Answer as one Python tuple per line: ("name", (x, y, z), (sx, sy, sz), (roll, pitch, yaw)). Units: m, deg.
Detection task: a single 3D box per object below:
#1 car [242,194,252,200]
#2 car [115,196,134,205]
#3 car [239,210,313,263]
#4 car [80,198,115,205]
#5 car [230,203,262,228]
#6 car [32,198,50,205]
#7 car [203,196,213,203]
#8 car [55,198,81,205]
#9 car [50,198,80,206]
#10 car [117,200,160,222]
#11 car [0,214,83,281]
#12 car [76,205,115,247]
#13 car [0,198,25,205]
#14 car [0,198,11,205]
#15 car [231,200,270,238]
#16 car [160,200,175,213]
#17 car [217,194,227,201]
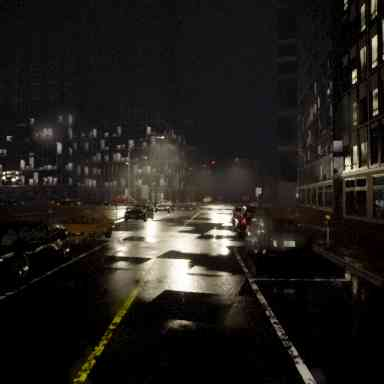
("car", (12.567, 1.439, 76.065), (2.192, 1.841, 5.009), (1, 0, 15))
("car", (-13.181, 1.574, 61.468), (5.009, 1.841, 2.192), (0, -1, 15))
("car", (2.976, 1.570, 11.918), (1.947, 1.339, 4.313), (1, 0, 2))
("car", (-15.257, 1.674, 53.864), (4.313, 1.339, 1.947), (0, -1, 15))
("car", (3.655, 1.556, 23.227), (1.887, 1.381, 4.507), (1, 0, 5))
("car", (-29.530, 1.893, 65.947), (4.829, 1.417, 1.752), (0, -1, 15))
("car", (3.567, 1.674, 73.822), (1.752, 1.417, 4.829), (1, 0, 14))
("car", (-23.971, 1.882, 64.423), (4.403, 1.369, 2.008), (0, -1, 15))
("car", (-20.650, 1.695, 55.342), (4.403, 1.369, 2.008), (0, -1, 15))
("car", (-4.126, 1.578, 26.408), (2.008, 1.369, 4.403), (1, 0, 5))
("car", (-5.121, 1.574, 9.985), (1.947, 1.339, 4.313), (1, 0, 2))
("car", (-4.892, 1.540, 15.308), (1.752, 1.417, 4.829), (1, 0, 3))
("car", (-31.436, 1.766, 58.300), (4.403, 1.369, 2.008), (0, -1, 15))
("car", (-40.157, 1.989, 68.861), (4.403, 1.369, 2.008), (0, -1, 15))
("car", (3.267, 1.448, 17.598), (1.967, 1.590, 4.097), (1, 0, 4))
("car", (-3.000, 1.594, 37.165), (2.008, 1.369, 4.403), (1, 0, 7))
("car", (8.124, 1.529, 89.912), (2.192, 1.841, 5.009), (1, 0, 16))
